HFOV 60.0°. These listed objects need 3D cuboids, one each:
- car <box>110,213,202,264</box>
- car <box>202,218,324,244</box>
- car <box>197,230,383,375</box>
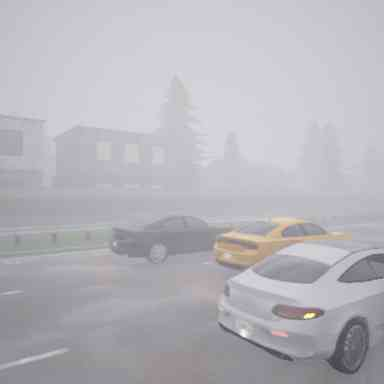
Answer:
[{"bbox_3d":[-0.438,1.513,12.057,5.008,1.535,1.882,0,0,-35],"label":"car"},{"bbox_3d":[2.955,1.523,10.172,5.008,1.535,1.882,0,0,-35],"label":"car"},{"bbox_3d":[2.548,1.554,5.596,4.674,1.442,1.812,0,0,-35],"label":"car"}]
